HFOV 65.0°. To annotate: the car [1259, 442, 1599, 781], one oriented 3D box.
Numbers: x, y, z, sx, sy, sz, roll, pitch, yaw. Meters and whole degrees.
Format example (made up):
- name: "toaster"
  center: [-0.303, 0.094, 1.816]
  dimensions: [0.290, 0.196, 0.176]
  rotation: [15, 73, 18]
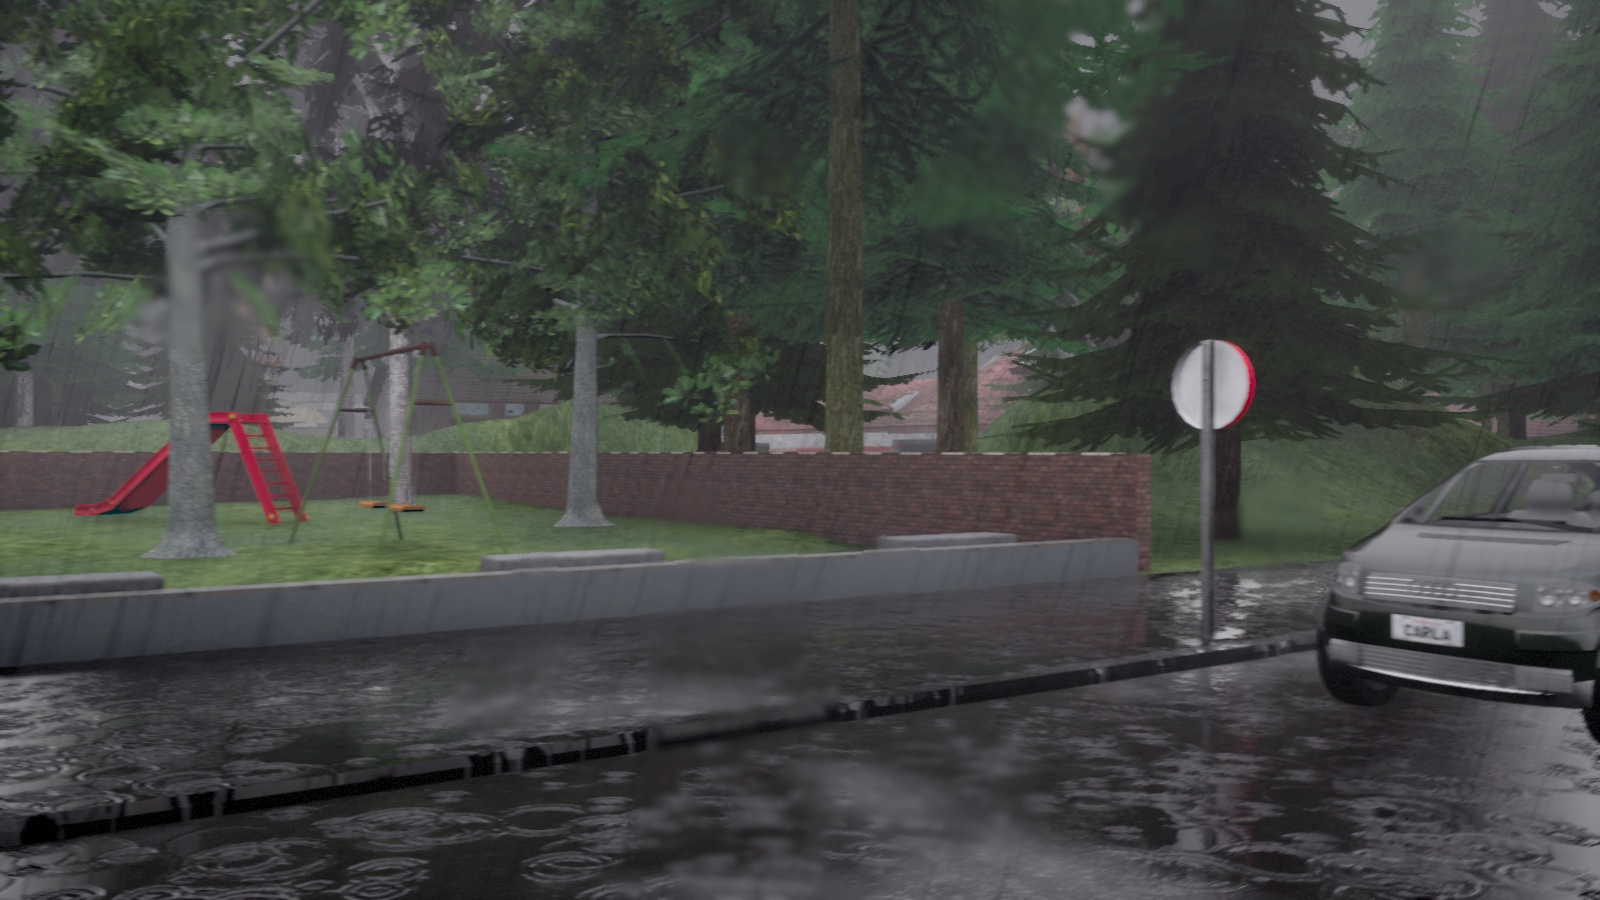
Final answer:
- name: "car"
  center: [4.668, 0.729, 7.516]
  dimensions: [3.705, 1.549, 1.789]
  rotation: [0, 0, -35]
